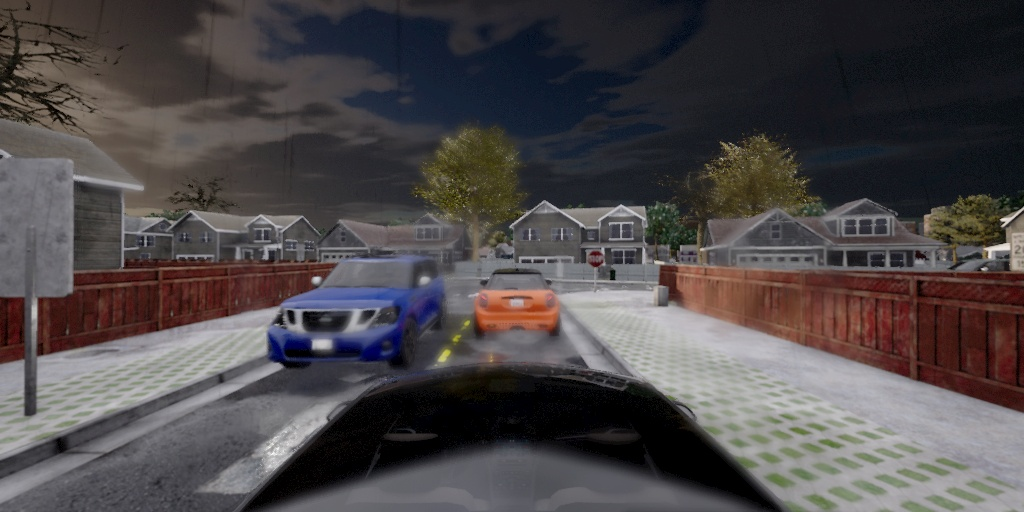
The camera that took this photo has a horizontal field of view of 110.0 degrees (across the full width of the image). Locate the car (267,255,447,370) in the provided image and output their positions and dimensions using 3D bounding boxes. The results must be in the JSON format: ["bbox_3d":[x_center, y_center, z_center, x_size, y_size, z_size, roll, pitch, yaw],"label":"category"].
[{"bbox_3d":[-2.905,0.990,8.176,2.150,2.045,5.566,0,0,-1],"label":"car"}]

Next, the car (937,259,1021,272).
[{"bbox_3d":[24.807,1.166,18.717,5.566,2.045,2.150,0,0,20],"label":"car"}]

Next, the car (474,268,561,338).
[{"bbox_3d":[0.132,1.127,10.473,2.097,1.767,4.553,0,0,0],"label":"car"}]

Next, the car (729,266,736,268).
[{"bbox_3d":[12.989,1.398,22.815,4.892,1.490,1.837,0,0,18],"label":"car"}]
